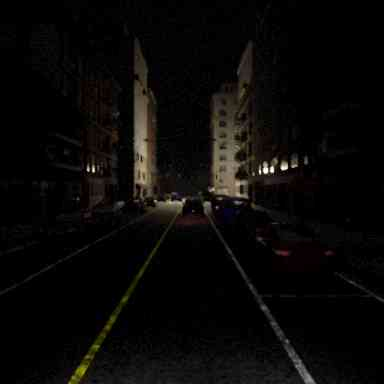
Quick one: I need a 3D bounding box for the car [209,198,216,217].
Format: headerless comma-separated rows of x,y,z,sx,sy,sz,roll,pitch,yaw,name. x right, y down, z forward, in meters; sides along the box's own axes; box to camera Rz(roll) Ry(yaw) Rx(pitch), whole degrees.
2.623,1.380,26.076,2.008,1.369,4.403,0,0,0,car

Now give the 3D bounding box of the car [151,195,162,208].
-5.410,1.285,42.603,2.008,1.369,4.403,0,0,0,car

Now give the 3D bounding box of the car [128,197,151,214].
-5.405,1.237,31.581,1.967,1.590,4.097,0,0,0,car

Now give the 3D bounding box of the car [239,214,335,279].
2.632,1.516,9.545,1.802,1.307,4.206,0,0,0,car

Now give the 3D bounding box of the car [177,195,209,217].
0.089,1.305,28.987,2.128,1.511,4.902,0,0,0,car

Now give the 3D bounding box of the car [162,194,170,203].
-5.419,1.223,59.136,1.802,1.307,4.206,0,0,0,car

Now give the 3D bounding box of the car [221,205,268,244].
2.629,1.464,15.055,1.947,1.339,4.313,0,0,0,car

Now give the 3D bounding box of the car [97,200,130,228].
-5.399,1.414,20.561,2.008,1.369,4.403,0,0,0,car

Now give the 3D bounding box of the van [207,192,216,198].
2.620,1.139,31.585,1.690,1.788,3.998,0,0,0,van

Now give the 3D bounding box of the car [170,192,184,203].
-2.822,1.159,60.422,1.812,1.442,4.674,0,0,1,car

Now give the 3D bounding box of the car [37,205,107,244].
-5.396,1.480,15.050,1.802,1.307,4.206,0,0,0,car

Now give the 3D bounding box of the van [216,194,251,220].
2.626,1.204,20.564,1.690,1.788,3.998,0,0,0,van

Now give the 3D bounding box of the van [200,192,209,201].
2.601,0.918,70.161,1.690,1.788,3.998,0,0,0,van

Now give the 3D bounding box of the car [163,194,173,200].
-5.427,1.111,75.669,1.947,1.339,4.313,0,0,0,car

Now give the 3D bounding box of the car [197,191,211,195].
2.242,0.907,52.517,2.150,2.045,5.566,0,0,0,car

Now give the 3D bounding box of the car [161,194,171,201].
-5.424,1.122,70.159,1.887,1.381,4.507,0,0,0,car
